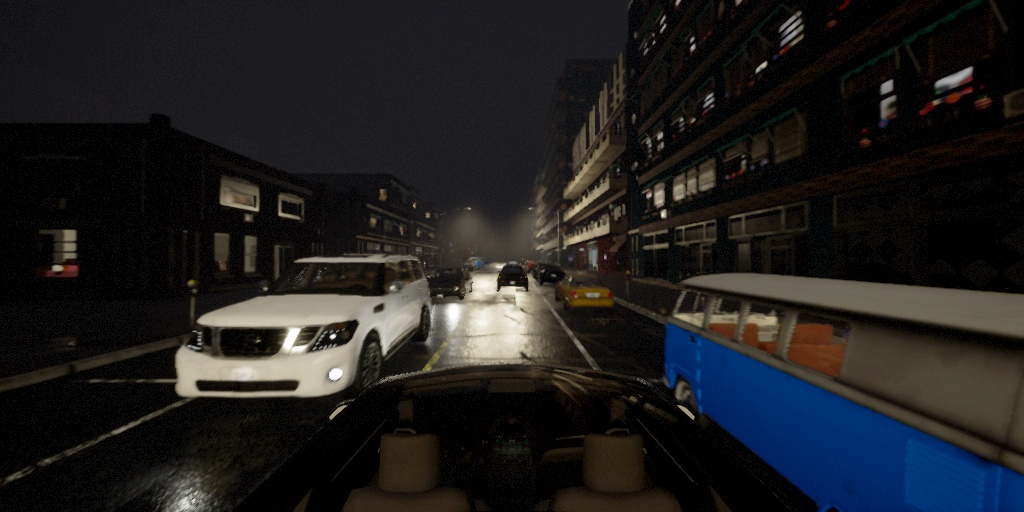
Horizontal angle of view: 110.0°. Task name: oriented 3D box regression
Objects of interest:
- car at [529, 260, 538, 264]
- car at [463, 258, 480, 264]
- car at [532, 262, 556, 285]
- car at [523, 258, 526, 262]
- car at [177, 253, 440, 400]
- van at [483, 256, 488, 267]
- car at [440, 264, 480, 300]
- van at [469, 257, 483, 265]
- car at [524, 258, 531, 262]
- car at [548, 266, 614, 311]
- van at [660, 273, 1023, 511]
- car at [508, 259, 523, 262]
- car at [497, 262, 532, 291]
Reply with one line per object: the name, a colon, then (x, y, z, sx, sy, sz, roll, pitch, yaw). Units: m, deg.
car: (2.685, 1.303, 30.871, 1.948, 1.339, 4.313, 0, 0, 0)
car: (-5.700, 1.285, 47.570, 1.948, 1.339, 4.313, 0, 0, 0)
car: (2.686, 1.307, 25.291, 1.948, 1.339, 4.313, 0, 0, 0)
car: (2.679, 1.265, 53.195, 2.007, 1.370, 4.403, 0, 0, 0)
car: (-3.049, 0.968, 6.815, 2.150, 2.045, 5.566, 0, 0, -1)
van: (-5.705, 1.040, 64.311, 1.690, 1.789, 3.998, 0, 0, 0)
car: (-3.025, 1.293, 17.874, 2.033, 1.411, 5.357, 0, 0, 0)
van: (-5.702, 1.054, 53.151, 1.690, 1.789, 3.998, 0, 0, 0)
car: (2.682, 1.271, 42.034, 1.888, 1.381, 4.507, 0, 0, 0)
car: (2.689, 1.273, 14.298, 1.751, 1.417, 4.829, 0, 0, 0)
van: (2.692, 1.091, 2.967, 1.690, 1.789, 3.998, 0, 0, 0)
car: (0.088, 1.285, 47.192, 1.994, 1.385, 4.181, 0, 0, 0)
car: (0.051, 1.269, 21.688, 1.812, 1.442, 4.674, 0, 0, 0)
